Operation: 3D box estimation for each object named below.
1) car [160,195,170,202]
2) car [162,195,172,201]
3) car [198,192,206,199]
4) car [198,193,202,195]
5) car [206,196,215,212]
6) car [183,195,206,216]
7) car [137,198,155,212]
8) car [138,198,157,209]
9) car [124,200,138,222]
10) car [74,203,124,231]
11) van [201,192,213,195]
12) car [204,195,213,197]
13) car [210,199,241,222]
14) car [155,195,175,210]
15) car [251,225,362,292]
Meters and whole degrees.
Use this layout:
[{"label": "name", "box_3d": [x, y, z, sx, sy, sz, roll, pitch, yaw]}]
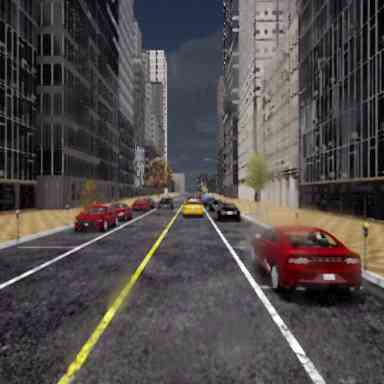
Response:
[{"label": "car", "box_3d": [-5.666, 1.332, 71.218, 1.752, 1.417, 4.829, 0, 0, 0]}, {"label": "car", "box_3d": [-5.664, 1.336, 77.082, 2.008, 1.369, 4.403, 0, 0, 0]}, {"label": "car", "box_3d": [2.723, 1.037, 94.144, 2.192, 1.841, 5.009, 0, 0, 0]}, {"label": "car", "box_3d": [0.045, 1.362, 47.544, 1.882, 1.535, 5.008, 0, 0, 1]}, {"label": "car", "box_3d": [2.704, 1.479, 37.222, 1.947, 1.339, 4.313, 0, 0, 0]}, {"label": "car", "box_3d": [0.105, 1.391, 31.100, 1.801, 1.575, 5.366, 0, 1, 0]}, {"label": "car", "box_3d": [-5.677, 1.458, 37.233, 1.887, 1.381, 4.507, 0, 0, 0]}, {"label": "car", "box_3d": [-5.675, 1.463, 42.926, 1.947, 1.339, 4.313, 0, 0, 0]}, {"label": "car", "box_3d": [-5.680, 1.525, 25.848, 1.802, 1.307, 4.206, 0, 0, 0]}, {"label": "car", "box_3d": [-5.682, 1.502, 20.155, 1.887, 1.381, 4.507, 0, 0, 0]}, {"label": "van", "box_3d": [2.710, 1.205, 54.300, 1.690, 1.788, 3.998, 0, 0, 0]}, {"label": "car", "box_3d": [2.708, 1.447, 48.606, 1.947, 1.339, 4.313, 0, 0, 0]}, {"label": "car", "box_3d": [2.700, 1.509, 25.838, 1.947, 1.339, 4.313, 0, 0, 0]}, {"label": "car", "box_3d": [-3.080, 1.411, 40.396, 1.837, 1.490, 4.892, 0, 0, 0]}, {"label": "car", "box_3d": [2.695, 1.528, 8.761, 1.887, 1.381, 4.507, 0, 0, 0]}]
